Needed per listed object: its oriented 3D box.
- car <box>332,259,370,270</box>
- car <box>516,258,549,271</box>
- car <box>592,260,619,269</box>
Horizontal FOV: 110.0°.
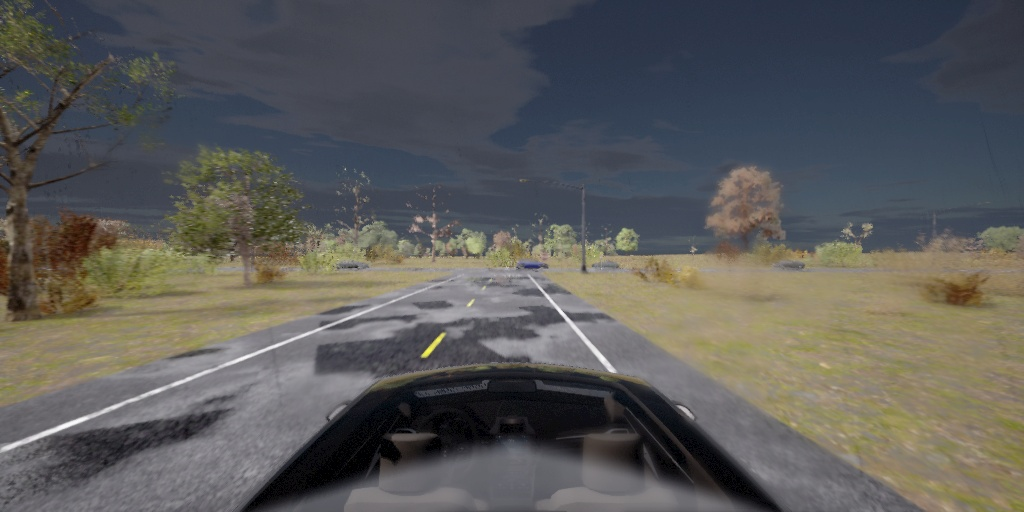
[{"bbox_3d":[-21.972,1.184,48.952,4.902,1.511,2.128,0,0,-2],"label":"car"},{"bbox_3d":[2.778,1.120,49.610,4.553,1.767,2.097,0,0,-1],"label":"car"},{"bbox_3d":[14.779,1.393,56.955,4.181,1.385,1.994,0,0,-2],"label":"car"}]
